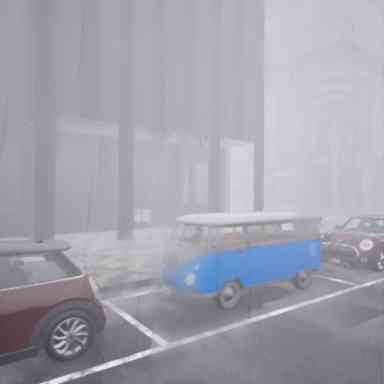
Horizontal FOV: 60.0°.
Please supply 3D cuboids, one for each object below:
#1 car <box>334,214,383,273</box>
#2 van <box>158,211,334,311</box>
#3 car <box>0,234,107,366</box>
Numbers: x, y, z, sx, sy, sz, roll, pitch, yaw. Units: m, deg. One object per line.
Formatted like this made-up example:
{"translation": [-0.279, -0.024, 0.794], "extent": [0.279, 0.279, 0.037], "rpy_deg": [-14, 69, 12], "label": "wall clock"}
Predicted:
{"translation": [5.781, 1.474, 10.794], "extent": [4.097, 1.590, 1.967], "rpy_deg": [0, 0, -36], "label": "car"}
{"translation": [1.228, 1.357, 7.531], "extent": [3.998, 1.788, 1.690], "rpy_deg": [0, 0, -36], "label": "van"}
{"translation": [-3.325, 1.439, 4.269], "extent": [4.097, 1.590, 1.967], "rpy_deg": [0, 0, -36], "label": "car"}
